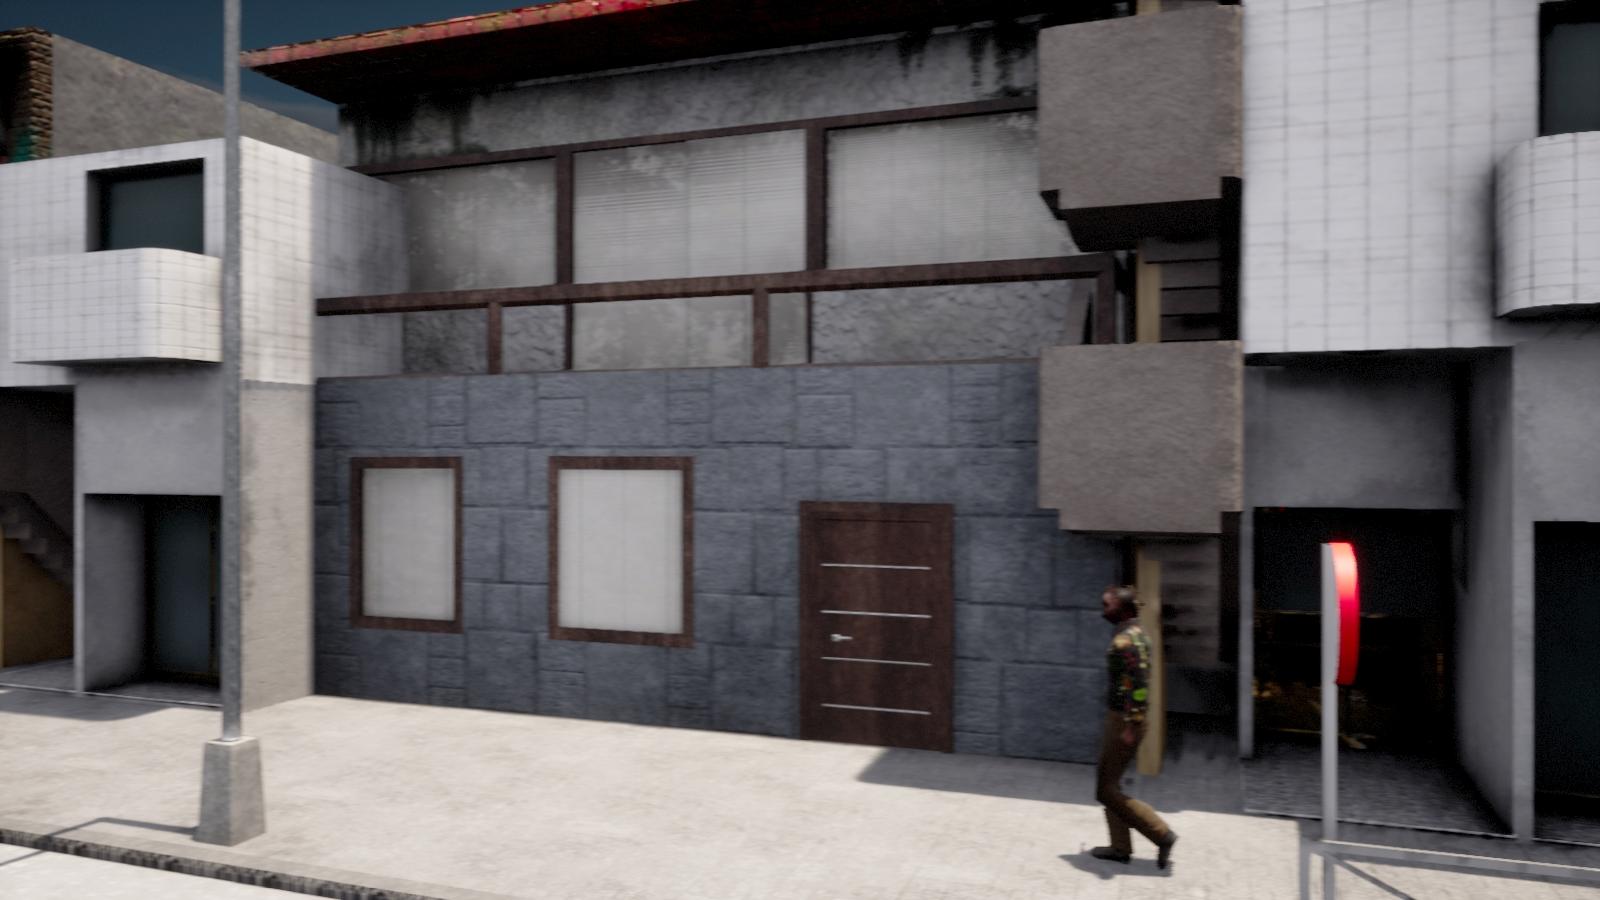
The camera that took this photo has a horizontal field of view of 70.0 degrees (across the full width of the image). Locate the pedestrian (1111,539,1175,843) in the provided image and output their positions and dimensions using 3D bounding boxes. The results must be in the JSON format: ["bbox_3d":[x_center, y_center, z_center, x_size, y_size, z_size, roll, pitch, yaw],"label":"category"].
[{"bbox_3d":[2.216,1.524,7.378,0.375,1.860,0.375,0,0,20],"label":"pedestrian"}]
